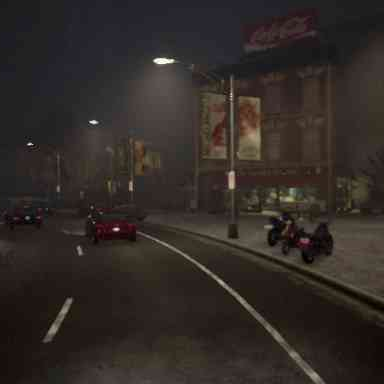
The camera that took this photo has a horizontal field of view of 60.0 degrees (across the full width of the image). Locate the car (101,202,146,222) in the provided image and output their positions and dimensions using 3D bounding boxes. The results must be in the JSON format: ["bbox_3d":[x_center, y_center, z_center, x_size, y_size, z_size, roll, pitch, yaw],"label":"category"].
[{"bbox_3d":[-5.194,1.644,25.409,1.895,1.301,4.718,0,0,-30],"label":"car"}]

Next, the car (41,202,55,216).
[{"bbox_3d":[-15.399,1.664,32.841,5.357,1.411,2.033,0,0,44],"label":"car"}]

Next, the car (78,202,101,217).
[{"bbox_3d":[-8.654,1.593,29.977,2.002,1.452,4.674,0,0,-40],"label":"car"}]

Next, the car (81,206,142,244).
[{"bbox_3d":[-4.077,1.600,16.296,1.994,1.385,4.181,0,0,-23],"label":"car"}]

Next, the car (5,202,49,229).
[{"bbox_3d":[-11.375,1.633,22.370,2.033,1.411,5.357,0,0,-33],"label":"car"}]
